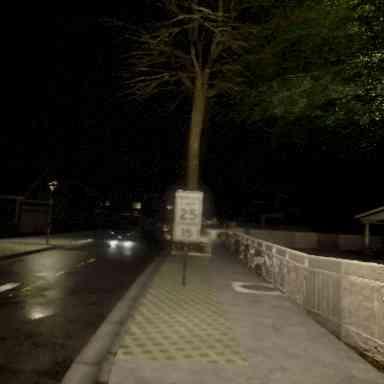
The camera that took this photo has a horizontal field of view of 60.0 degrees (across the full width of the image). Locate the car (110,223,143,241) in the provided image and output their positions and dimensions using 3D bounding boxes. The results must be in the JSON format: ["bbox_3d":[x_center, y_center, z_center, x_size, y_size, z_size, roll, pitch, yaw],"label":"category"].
[{"bbox_3d":[-5.718,3.550,29.889,2.033,1.411,5.357,4,-4,3],"label":"car"}]

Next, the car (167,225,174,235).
[{"bbox_3d":[-1.886,4.772,42.020,1.895,1.301,4.718,3,-4,6],"label":"car"}]
